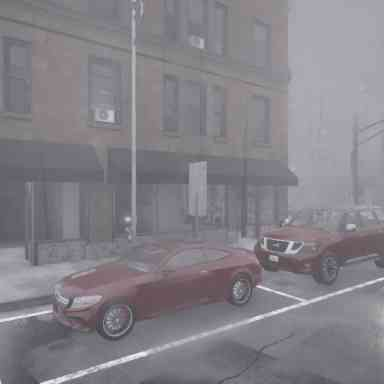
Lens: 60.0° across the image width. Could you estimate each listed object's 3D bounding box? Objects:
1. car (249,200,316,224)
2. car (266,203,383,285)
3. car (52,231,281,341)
[{"bbox_3d":[6.878,1.487,25.910,1.882,1.535,5.008,0,0,-35],"label":"car"},{"bbox_3d":[4.061,1.315,9.648,5.009,1.841,2.192,0,0,-35],"label":"car"},{"bbox_3d":[-0.441,1.582,6.447,4.206,1.307,1.802,0,0,-35],"label":"car"}]
